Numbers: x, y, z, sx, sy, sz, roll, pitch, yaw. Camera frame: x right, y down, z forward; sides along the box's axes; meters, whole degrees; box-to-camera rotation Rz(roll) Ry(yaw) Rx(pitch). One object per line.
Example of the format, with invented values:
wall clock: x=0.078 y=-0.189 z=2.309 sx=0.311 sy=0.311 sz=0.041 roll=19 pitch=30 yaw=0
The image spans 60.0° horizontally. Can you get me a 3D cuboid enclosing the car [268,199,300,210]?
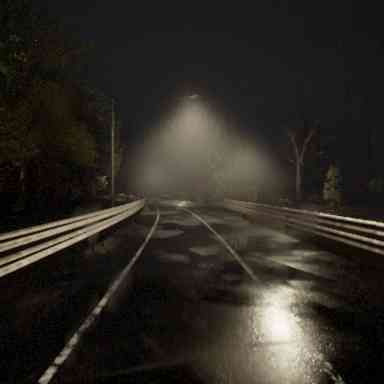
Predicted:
car: x=11.777 y=1.660 z=42.968 sx=2.128 sy=1.511 sz=4.902 roll=0 pitch=0 yaw=-22

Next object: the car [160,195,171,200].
car: x=-7.097 y=1.437 z=88.654 sx=2.128 sy=1.511 sz=4.902 roll=0 pitch=0 yaw=-22

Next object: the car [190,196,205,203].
car: x=1.101 y=1.581 z=68.819 sx=1.994 sy=1.385 sz=4.181 roll=0 pitch=0 yaw=-22
